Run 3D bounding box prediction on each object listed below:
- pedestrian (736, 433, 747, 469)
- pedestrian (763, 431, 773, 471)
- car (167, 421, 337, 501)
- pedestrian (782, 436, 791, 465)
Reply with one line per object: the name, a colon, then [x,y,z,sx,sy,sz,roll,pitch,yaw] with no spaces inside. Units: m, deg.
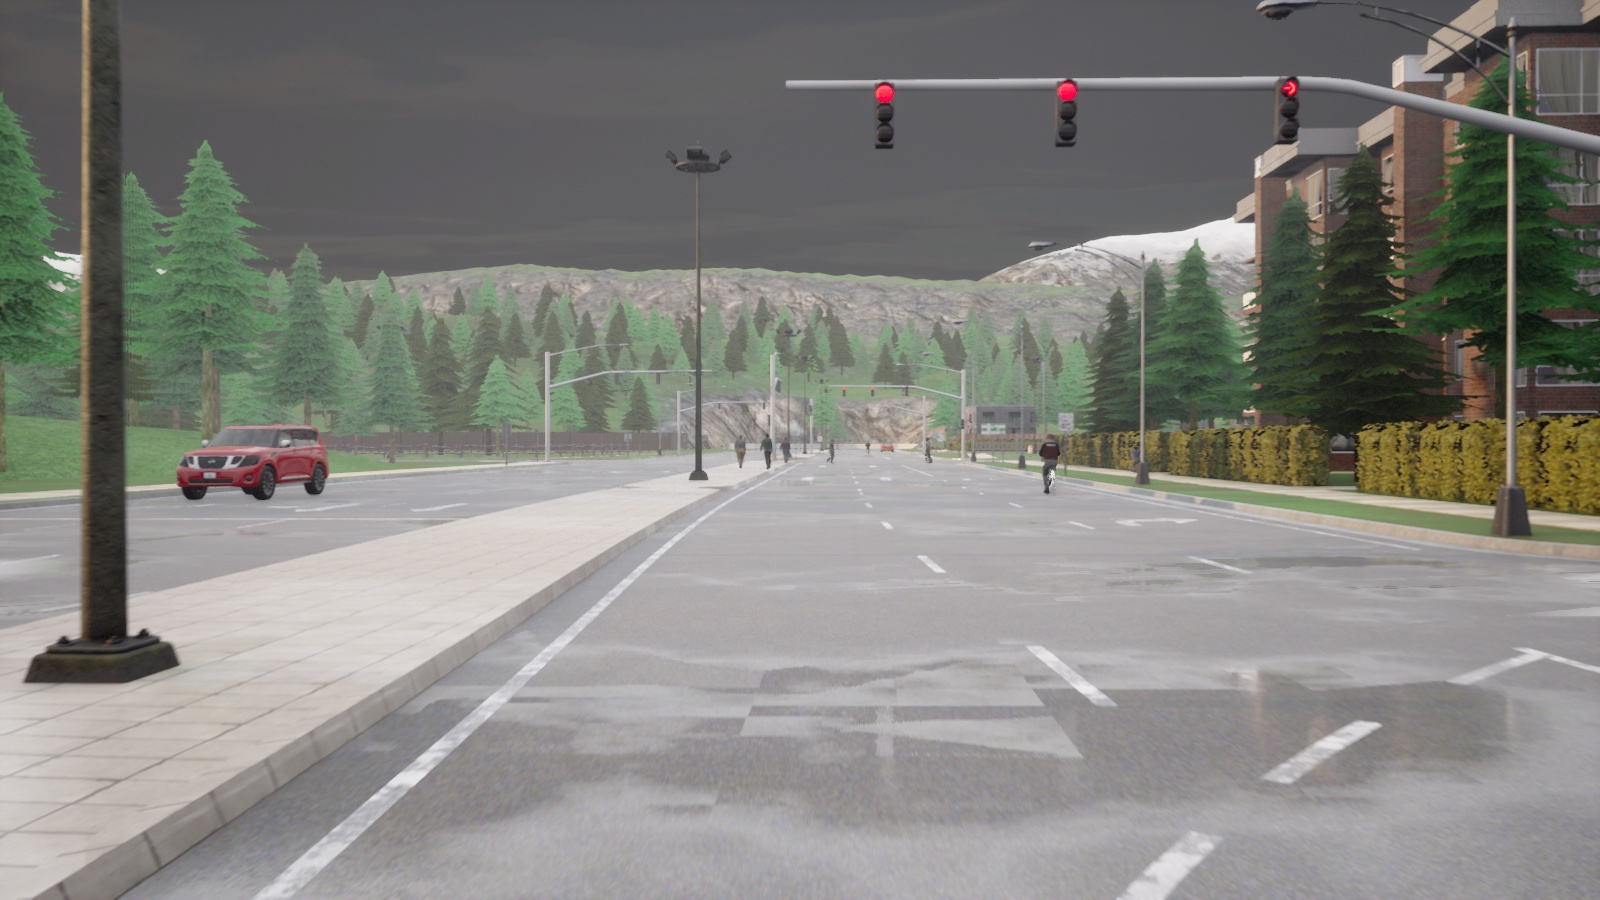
pedestrian: [-3.053,0.035,65.118,0.540,1.848,0.694,0,0,-1]
pedestrian: [-1.576,0.050,62.539,0.423,1.949,0.788,0,0,3]
car: [-14.999,0.259,34.797,2.150,2.045,5.566,0,0,1]
pedestrian: [-0.921,0.033,83.473,0.563,1.883,0.849,0,0,-2]
